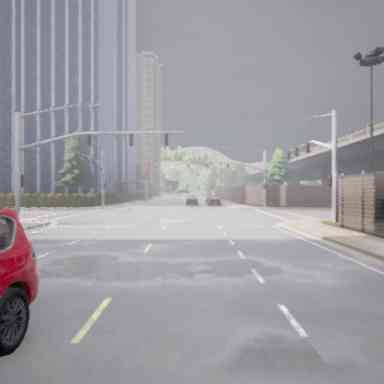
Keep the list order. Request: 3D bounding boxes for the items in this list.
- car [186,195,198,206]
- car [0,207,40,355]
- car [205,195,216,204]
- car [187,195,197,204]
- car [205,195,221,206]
[{"bbox_3d":[0.010,1.414,52.237,1.882,1.535,5.008,0,0,0],"label":"car"},{"bbox_3d":[-3.560,1.219,3.145,2.150,2.045,5.566,0,0,1],"label":"car"},{"bbox_3d":[3.512,1.428,62.660,1.837,1.490,4.892,0,0,0],"label":"car"},{"bbox_3d":[0.012,1.428,62.660,1.837,1.490,4.892,0,0,0],"label":"car"},{"bbox_3d":[3.510,1.414,52.236,1.882,1.535,5.008,0,0,0],"label":"car"}]
